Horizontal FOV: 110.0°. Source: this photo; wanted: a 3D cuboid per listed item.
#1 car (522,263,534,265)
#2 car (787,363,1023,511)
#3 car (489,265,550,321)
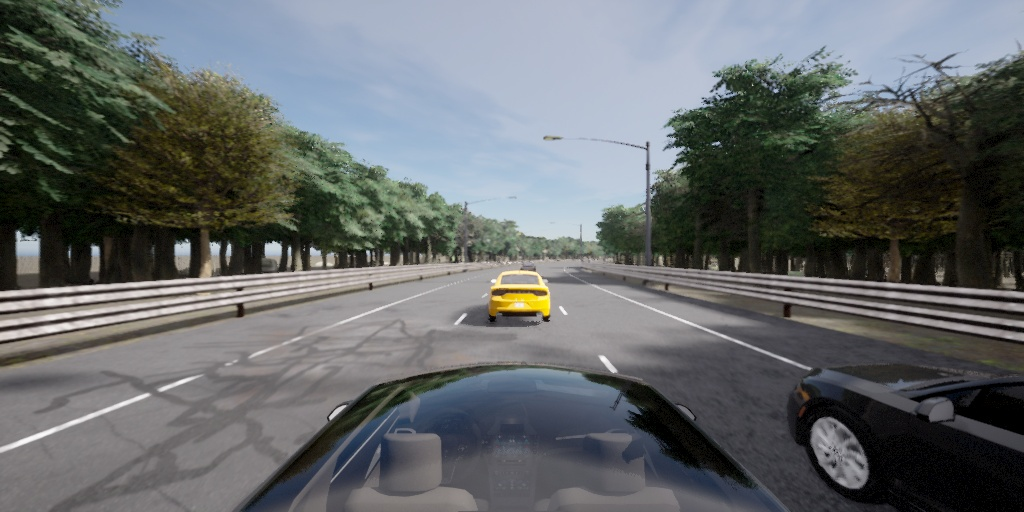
[{"bbox_3d":[2.030,1.558,44.231,2.128,1.511,4.902,0,-1,5],"label":"car"},{"bbox_3d":[3.625,1.257,1.532,1.837,1.490,4.892,0,0,0],"label":"car"},{"bbox_3d":[0.264,1.259,12.686,1.882,1.535,5.008,0,0,1],"label":"car"}]
